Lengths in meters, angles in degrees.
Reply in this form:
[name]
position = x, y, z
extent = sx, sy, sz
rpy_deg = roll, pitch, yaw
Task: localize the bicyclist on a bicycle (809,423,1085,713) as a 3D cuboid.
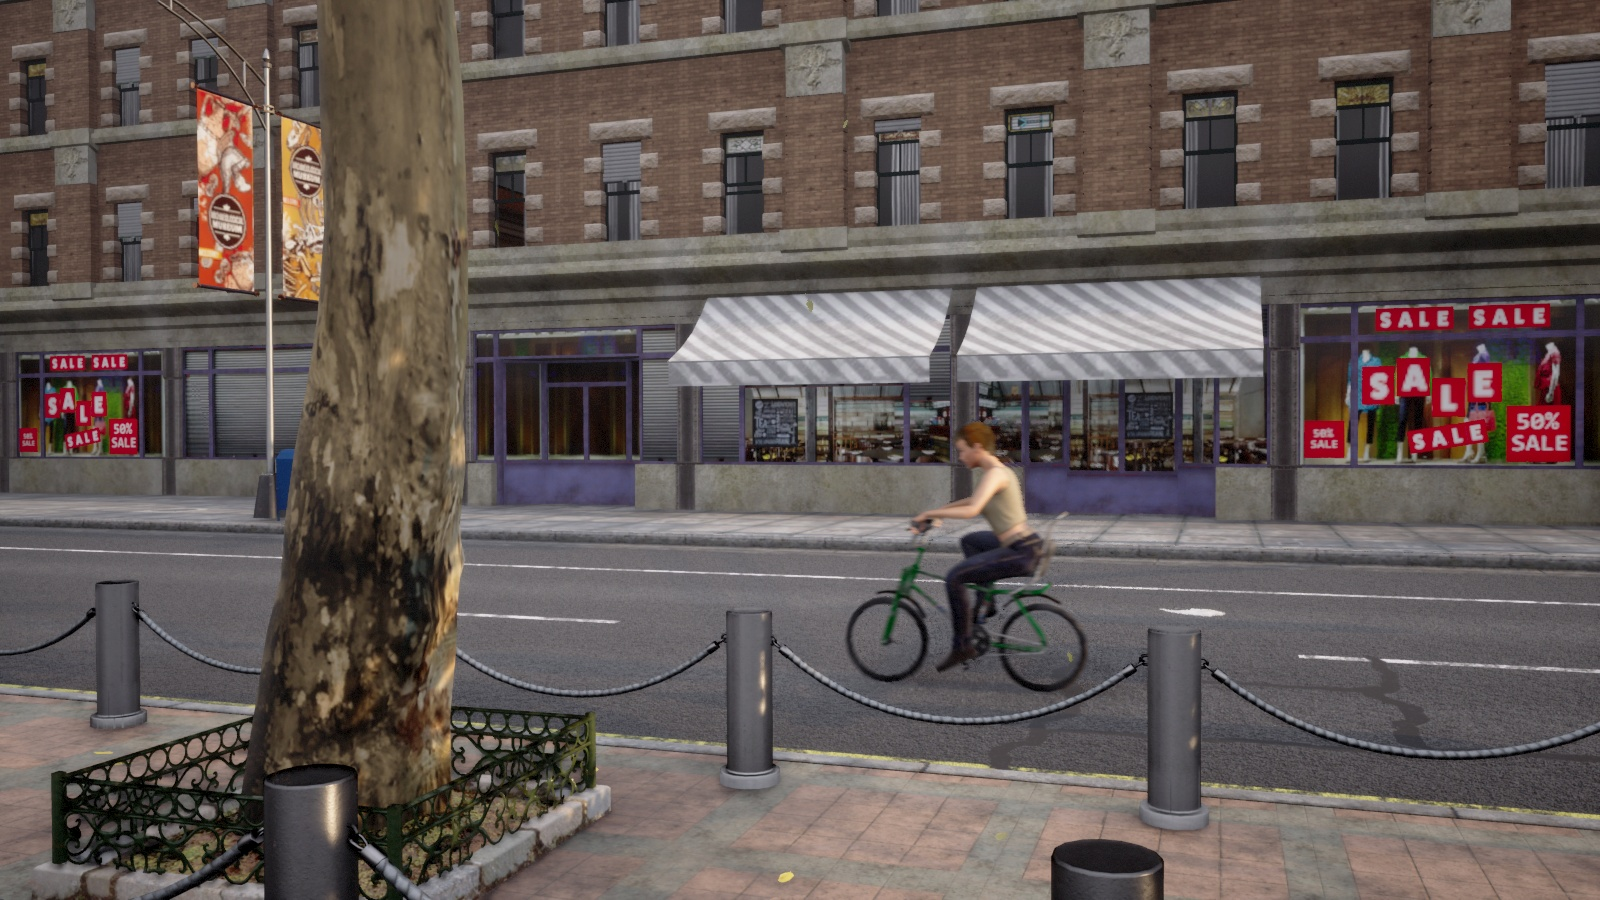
[bicyclist on a bicycle]
position = 0.910, 0.644, 7.635
extent = 1.509, 1.612, 0.866
rpy_deg = 1, 1, 19
